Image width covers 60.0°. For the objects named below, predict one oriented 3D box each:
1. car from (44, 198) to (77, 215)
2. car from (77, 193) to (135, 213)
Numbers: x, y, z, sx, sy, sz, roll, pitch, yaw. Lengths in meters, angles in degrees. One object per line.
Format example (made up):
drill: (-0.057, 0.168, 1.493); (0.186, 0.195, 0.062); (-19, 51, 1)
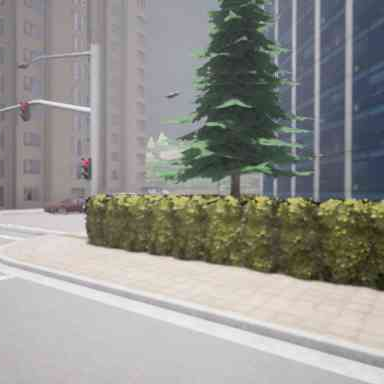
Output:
car: (-11.497, 1.306, 31.700); (1.882, 1.535, 5.008); (0, 0, 36)
car: (-7.496, 1.071, 31.245); (2.150, 2.045, 5.566); (0, 0, 36)
